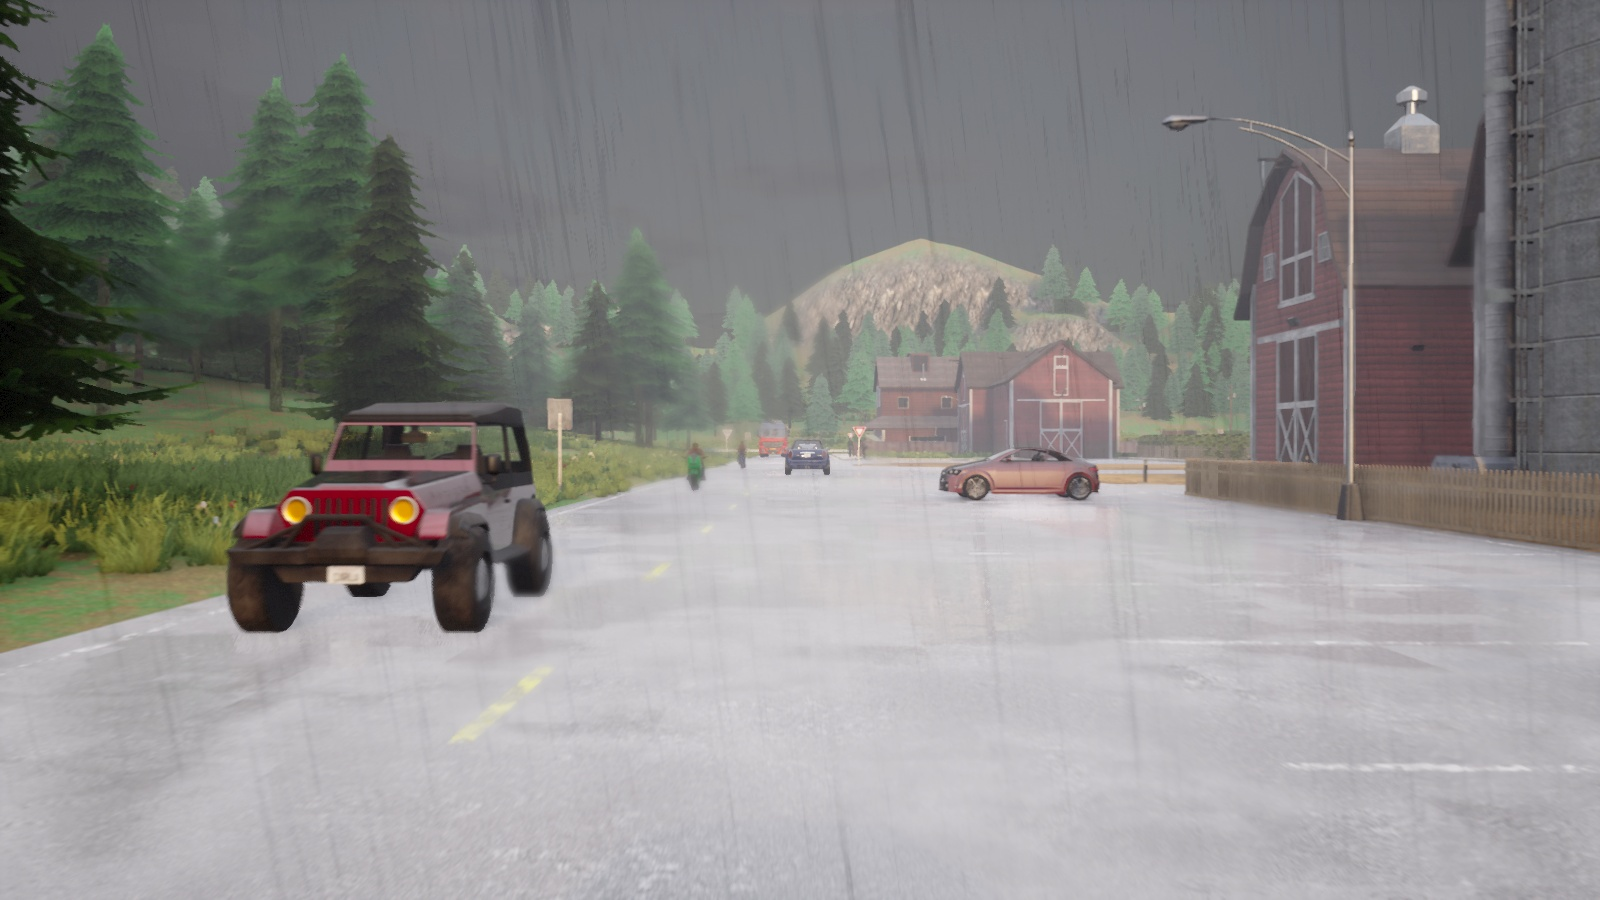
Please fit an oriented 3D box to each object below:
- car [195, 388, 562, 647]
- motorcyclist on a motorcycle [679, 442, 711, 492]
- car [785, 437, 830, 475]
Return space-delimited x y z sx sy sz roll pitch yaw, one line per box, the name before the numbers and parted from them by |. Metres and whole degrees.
car | -3.422 0.477 11.040 1.905 1.878 3.866 0 0 0
motorcyclist on a motorcycle | -3.262 0.506 39.081 0.797 1.523 2.044 0 0 0
car | 0.359 0.265 60.317 2.097 1.767 4.553 0 0 0
